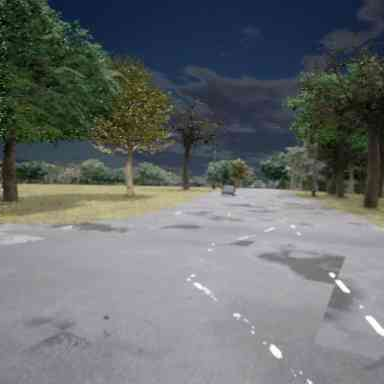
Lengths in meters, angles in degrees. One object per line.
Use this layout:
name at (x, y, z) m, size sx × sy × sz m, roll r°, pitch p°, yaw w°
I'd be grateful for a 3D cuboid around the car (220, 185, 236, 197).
car at (5.017, -0.186, 45.441) m, size 1.837 × 1.490 × 4.892 m, roll 2°, pitch 3°, yaw 10°
